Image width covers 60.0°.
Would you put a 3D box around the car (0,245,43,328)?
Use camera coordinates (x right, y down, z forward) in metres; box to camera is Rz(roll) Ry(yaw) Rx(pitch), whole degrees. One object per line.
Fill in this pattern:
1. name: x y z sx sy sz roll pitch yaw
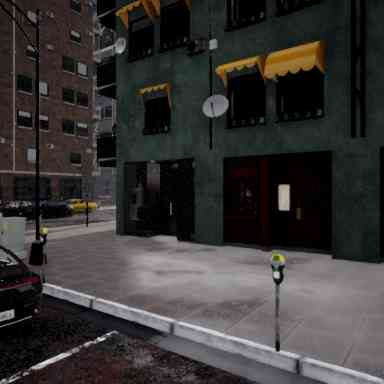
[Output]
1. car: -4.469 1.552 6.054 4.403 1.369 2.008 0 0 35

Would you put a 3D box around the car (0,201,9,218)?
1. car: -14.045 1.350 26.058 2.008 1.369 4.403 1 1 35

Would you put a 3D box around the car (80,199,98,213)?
1. car: -10.958 1.250 30.486 1.752 1.417 4.829 1 1 35

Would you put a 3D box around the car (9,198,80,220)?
1. car: -11.226 1.346 25.589 1.994 1.385 4.181 0 1 35
